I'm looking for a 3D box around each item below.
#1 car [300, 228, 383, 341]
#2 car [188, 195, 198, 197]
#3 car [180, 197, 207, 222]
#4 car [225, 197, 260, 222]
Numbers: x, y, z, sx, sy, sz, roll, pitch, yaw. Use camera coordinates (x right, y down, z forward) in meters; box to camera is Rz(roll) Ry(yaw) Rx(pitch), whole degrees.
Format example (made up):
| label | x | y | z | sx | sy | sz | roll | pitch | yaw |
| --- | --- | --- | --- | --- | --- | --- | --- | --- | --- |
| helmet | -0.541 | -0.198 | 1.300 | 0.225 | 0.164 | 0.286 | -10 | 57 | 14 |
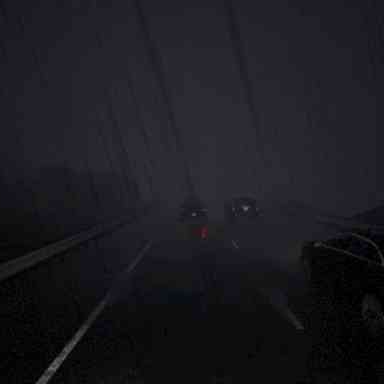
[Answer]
| label | x | y | z | sx | sy | sz | roll | pitch | yaw |
| --- | --- | --- | --- | --- | --- | --- | --- | --- | --- |
| car | 3.605 | 1.443 | 6.382 | 2.128 | 1.511 | 4.902 | 0 | 0 | 0 |
| car | 0.124 | 1.192 | 41.699 | 1.837 | 1.490 | 4.892 | 0 | 1 | 0 |
| car | 0.116 | 1.340 | 24.613 | 1.812 | 1.442 | 4.674 | 0 | 0 | 0 |
| car | 3.618 | 1.167 | 24.547 | 2.097 | 1.767 | 4.553 | 0 | 0 | 0 |
